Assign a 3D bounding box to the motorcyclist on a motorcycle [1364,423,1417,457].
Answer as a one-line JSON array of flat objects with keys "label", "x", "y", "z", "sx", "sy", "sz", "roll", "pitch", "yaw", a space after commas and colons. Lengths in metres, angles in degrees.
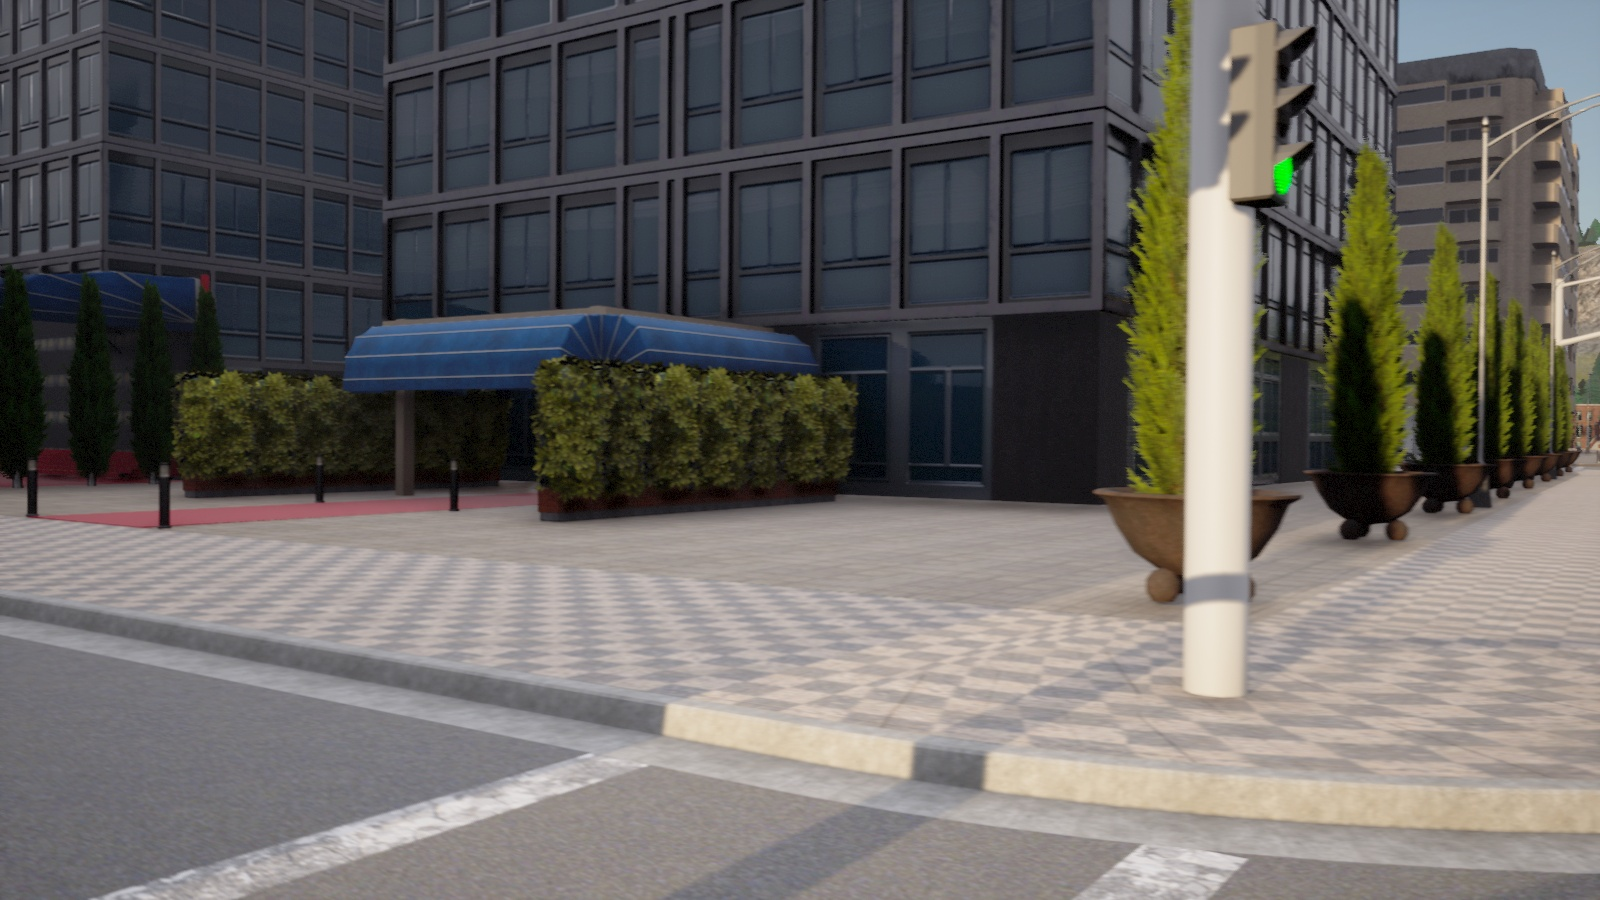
[{"label": "motorcyclist on a motorcycle", "x": 29.815, "y": -0.509, "z": 63.427, "sx": 2.350, "sy": 1.649, "sz": 0.766, "roll": 0, "pitch": 1, "yaw": 34}]
